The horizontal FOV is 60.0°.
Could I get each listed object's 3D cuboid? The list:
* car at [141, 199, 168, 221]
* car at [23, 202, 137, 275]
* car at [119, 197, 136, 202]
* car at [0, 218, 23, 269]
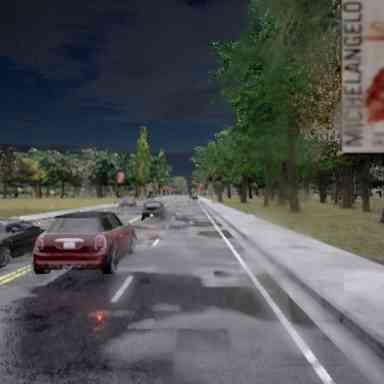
[{"bbox_3d":[-3.157,1.592,28.462,1.837,1.490,4.892,0,0,0],"label":"car"},{"bbox_3d":[-3.155,1.384,10.682,2.097,1.767,4.553,0,0,0],"label":"car"},{"bbox_3d":[-9.832,1.520,51.003,2.097,1.767,4.553,0,0,0],"label":"car"},{"bbox_3d":[-6.601,1.596,11.193,1.994,1.385,4.181,0,0,0],"label":"car"}]
